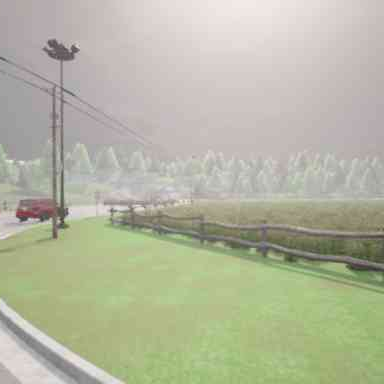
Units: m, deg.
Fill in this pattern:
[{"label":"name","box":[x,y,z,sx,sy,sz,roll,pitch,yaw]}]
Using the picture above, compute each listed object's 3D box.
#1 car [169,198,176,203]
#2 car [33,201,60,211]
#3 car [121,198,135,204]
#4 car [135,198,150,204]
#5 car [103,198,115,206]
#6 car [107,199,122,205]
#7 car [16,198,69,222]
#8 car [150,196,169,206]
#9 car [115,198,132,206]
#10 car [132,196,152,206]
[{"label":"car","box":[-5.069,2.048,79.001,1.812,1.442,4.674,-1,0,10]},{"label":"car","box":[-23.501,2.183,53.885,1.812,1.442,4.674,-1,-1,10]},{"label":"car","box":[-15.416,2.187,80.783,1.994,1.385,4.181,-1,0,10]},{"label":"car","box":[-11.967,2.137,80.189,2.033,1.411,5.357,-1,0,10]},{"label":"car","box":[-17.105,2.075,70.990,2.097,1.767,4.553,-1,0,10]},{"label":"car","box":[-18.864,2.391,81.374,1.994,1.385,4.181,-1,0,10]},{"label":"car","box":[-13.390,1.591,30.132,2.150,2.045,5.566,-1,-1,9]},{"label":"car","box":[-6.744,2.135,69.279,1.812,1.442,4.674,-1,0,10]},{"label":"car","box":[-13.736,2.179,69.920,1.837,1.490,4.892,-1,0,10]},{"label":"car","box":[-10.287,2.120,69.326,1.882,1.535,5.008,-1,0,10]}]
